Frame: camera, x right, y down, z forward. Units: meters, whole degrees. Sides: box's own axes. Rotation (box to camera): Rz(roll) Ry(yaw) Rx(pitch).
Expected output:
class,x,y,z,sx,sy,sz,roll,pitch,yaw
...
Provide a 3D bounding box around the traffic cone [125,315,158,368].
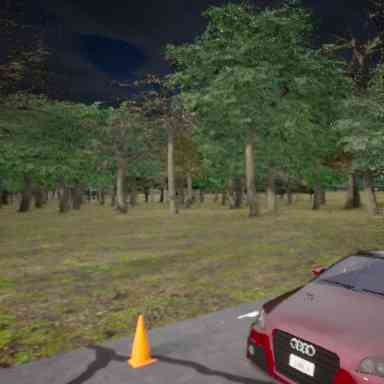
class,x,y,z,sx,sy,sz,roll,pitch,yaw
traffic cone,-0.678,1.953,4.461,0.340,0.580,0.340,0,0,-36

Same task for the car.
class,x,y,z,sx,sy,sz,roll,pitch,yaw
car,2.730,1.556,4.510,4.181,1.385,1.994,0,0,-35
